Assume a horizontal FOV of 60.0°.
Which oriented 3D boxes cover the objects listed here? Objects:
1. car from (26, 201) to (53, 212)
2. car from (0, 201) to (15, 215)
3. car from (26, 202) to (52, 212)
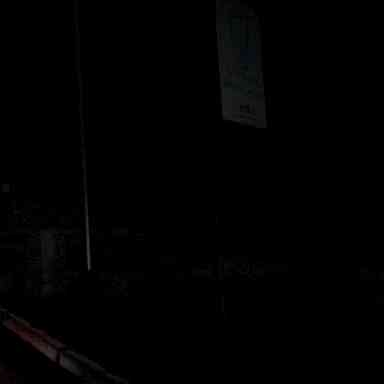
[{"bbox_3d":[-26.280,2.450,57.640,1.882,1.535,5.008,-4,-1,6],"label":"car"},{"bbox_3d":[-23.180,1.881,39.830,2.097,1.767,4.553,-3,0,-5],"label":"car"},{"bbox_3d":[-23.520,2.231,51.210,1.994,1.385,4.181,-4,-1,7],"label":"car"}]
